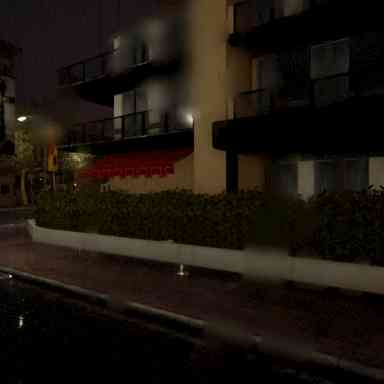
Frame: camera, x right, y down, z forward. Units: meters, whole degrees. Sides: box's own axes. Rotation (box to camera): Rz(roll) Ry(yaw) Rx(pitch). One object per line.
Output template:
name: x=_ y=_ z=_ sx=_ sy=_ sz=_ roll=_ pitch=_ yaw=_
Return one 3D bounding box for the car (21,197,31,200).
car: x=-35.611 y=1.481 z=67.681 sx=4.892 sy=1.521 sz=2.231 roll=0 pitch=0 yaw=36
